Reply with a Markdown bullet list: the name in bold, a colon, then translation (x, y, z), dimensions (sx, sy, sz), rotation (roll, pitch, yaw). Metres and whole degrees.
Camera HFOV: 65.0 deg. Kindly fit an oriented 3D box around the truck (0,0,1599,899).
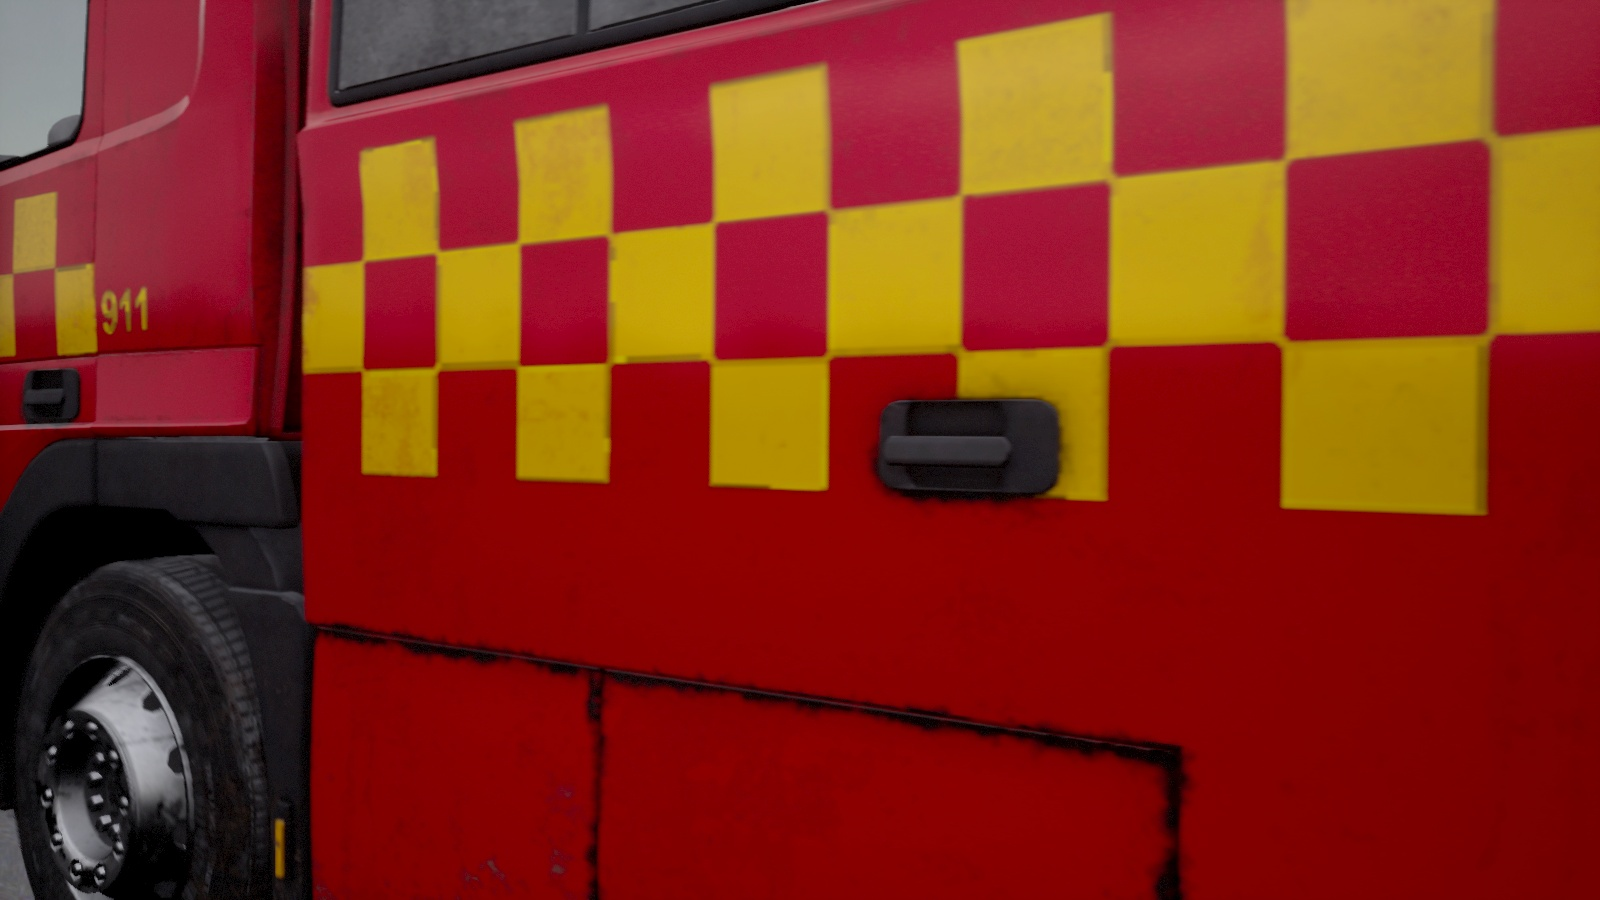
- **truck**: translation (0.969, -0.482, 2.957), dimensions (8.468, 3.827, 2.891), rotation (0, 1, 34)
